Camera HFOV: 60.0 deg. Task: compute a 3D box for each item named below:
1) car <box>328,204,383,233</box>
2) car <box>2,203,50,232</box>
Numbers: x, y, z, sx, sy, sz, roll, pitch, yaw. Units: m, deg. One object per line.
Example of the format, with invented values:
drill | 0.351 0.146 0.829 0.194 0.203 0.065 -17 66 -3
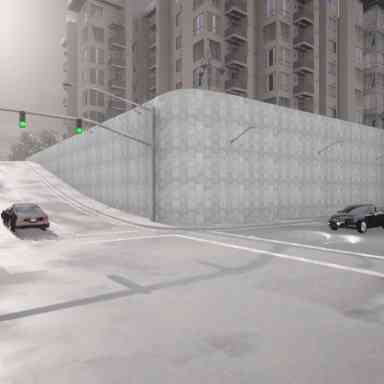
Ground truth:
car | 10.056 1.505 19.773 4.892 1.490 1.837 0 0 -36
car | -9.738 1.369 19.337 2.033 1.411 5.357 0 3 -36
